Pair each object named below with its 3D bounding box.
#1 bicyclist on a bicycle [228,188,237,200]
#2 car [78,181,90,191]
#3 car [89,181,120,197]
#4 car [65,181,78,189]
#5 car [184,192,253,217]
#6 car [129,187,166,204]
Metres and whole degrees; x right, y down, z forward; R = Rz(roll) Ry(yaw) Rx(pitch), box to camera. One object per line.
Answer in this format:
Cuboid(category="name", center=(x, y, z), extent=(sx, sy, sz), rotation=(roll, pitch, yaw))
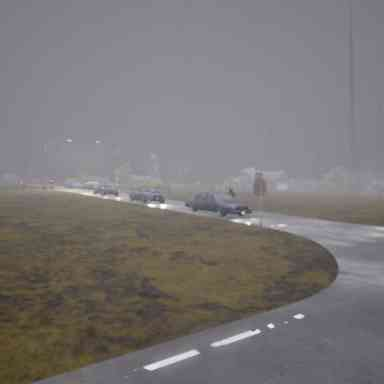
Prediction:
Cuboid(category="bicyclist on a bicycle", center=(3.497, 0.463, 29.834), extent=(1.656, 1.620, 0.582), rotation=(0, 2, -35))
Cuboid(category="car", center=(-15.704, -0.930, 52.103), extent=(2.128, 1.511, 4.902), rotation=(1, 2, -35))
Cuboid(category="car", center=(-10.052, -0.298, 38.848), extent=(1.837, 1.490, 4.892), rotation=(1, 2, -35))
Cuboid(category="car", center=(-21.650, -1.342, 60.644), extent=(2.033, 1.411, 5.357), rotation=(1, 2, -35))
Cuboid(category="car", center=(1.573, 0.740, 22.122), extent=(2.033, 1.411, 5.357), rotation=(1, 2, -35))
Cuboid(category="car", center=(-4.113, 0.266, 30.289), extent=(1.994, 1.385, 4.181), rotation=(1, 2, -35))
